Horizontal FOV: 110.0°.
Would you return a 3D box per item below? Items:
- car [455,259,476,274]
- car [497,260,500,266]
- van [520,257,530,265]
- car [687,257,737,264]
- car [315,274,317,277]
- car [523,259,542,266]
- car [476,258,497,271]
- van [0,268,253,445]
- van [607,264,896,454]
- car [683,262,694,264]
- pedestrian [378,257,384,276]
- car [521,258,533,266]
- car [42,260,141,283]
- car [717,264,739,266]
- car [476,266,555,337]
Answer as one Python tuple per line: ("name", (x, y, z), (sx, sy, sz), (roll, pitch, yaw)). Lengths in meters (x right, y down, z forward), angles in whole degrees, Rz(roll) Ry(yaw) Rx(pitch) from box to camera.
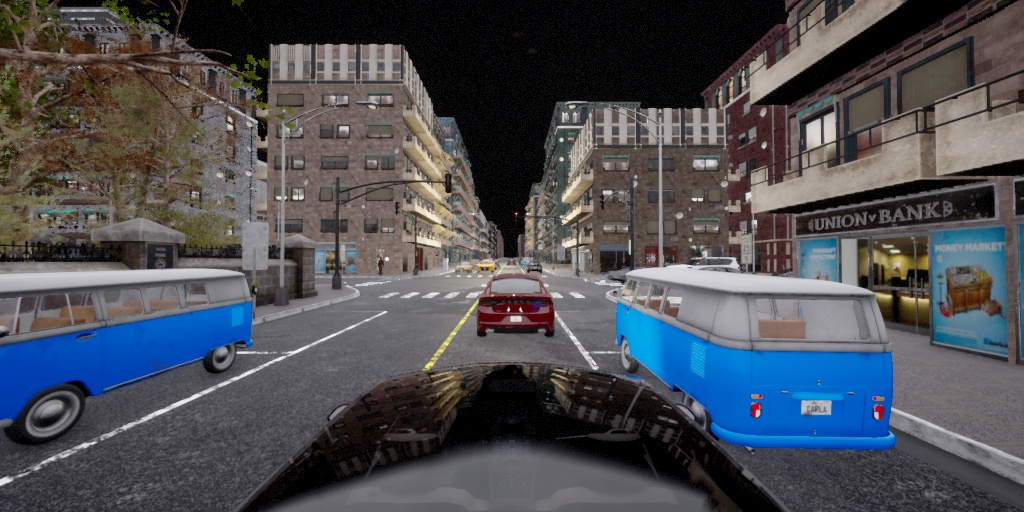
("car", (-5.732, 1.296, 42.758), (1.751, 1.417, 4.829), (0, 0, 0))
("car", (-3.151, 1.325, 53.585), (2.033, 1.411, 5.357), (0, 0, 0))
("van", (2.630, 1.122, 59.865), (1.690, 1.789, 3.998), (0, 0, 0))
("car", (15.073, 1.106, 28.509), (5.566, 2.045, 2.150), (0, -1, 2))
("car", (-16.695, 1.251, 25.634), (4.718, 1.301, 1.895), (0, -1, 1))
("car", (2.648, 1.337, 42.938), (1.948, 1.339, 4.313), (0, 0, 0))
("car", (-3.146, 1.249, 43.623), (1.882, 1.535, 5.008), (0, 0, 0))
("van", (-5.659, 1.092, 4.984), (1.690, 1.789, 3.998), (0, 0, 0))
("van", (2.655, 1.092, 4.991), (1.690, 1.789, 3.998), (0, 0, 0))
("car", (9.518, 1.348, 25.358), (5.357, 1.411, 2.033), (0, -1, 0))
("pedestrian", (-12.573, 0.973, 34.364), (0.375, 1.860, 0.375), (0, -1, 1))
("car", (2.642, 1.325, 48.580), (2.007, 1.370, 4.403), (0, 0, 0))
("car", (-30.160, 1.077, 25.812), (4.892, 1.490, 1.837), (2, -1, 0))
("car", (13.512, 1.336, 22.737), (4.313, 1.339, 1.948), (0, 0, 1))
("car", (0.089, 1.232, 10.350), (1.882, 1.535, 5.008), (0, 0, 0))
